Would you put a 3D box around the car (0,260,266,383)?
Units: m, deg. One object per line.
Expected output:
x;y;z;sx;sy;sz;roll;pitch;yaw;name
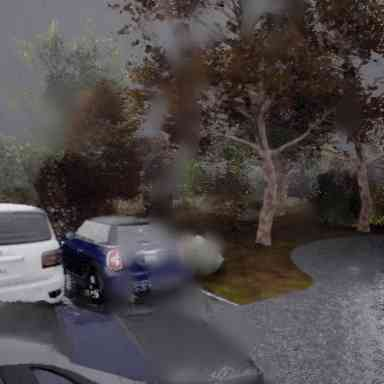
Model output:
-1.989;1.541;1.938;5.357;1.411;2.033;1;0;-27;car

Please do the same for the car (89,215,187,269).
-2.049;1.387;8.561;2.185;1.767;4.553;1;0;-36;car

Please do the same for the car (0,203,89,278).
-4.350;1.233;6.992;2.435;2.045;5.566;1;0;-36;car
